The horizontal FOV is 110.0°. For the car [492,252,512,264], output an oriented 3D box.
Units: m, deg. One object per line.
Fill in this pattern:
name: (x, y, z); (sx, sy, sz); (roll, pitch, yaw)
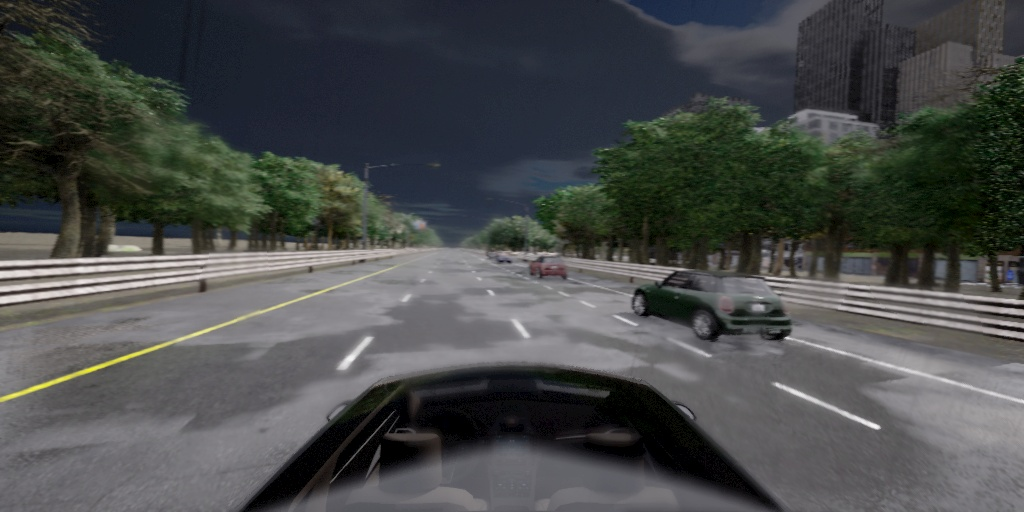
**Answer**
car: (-1.249, 0.446, 50.992); (1.895, 1.301, 4.718); (2, 1, -9)

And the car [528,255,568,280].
car: (2.645, 0.772, 27.236); (2.097, 1.767, 4.553); (2, 1, -9)

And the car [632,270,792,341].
car: (5.393, 1.177, 10.438); (2.097, 1.767, 4.553); (2, 1, -9)
